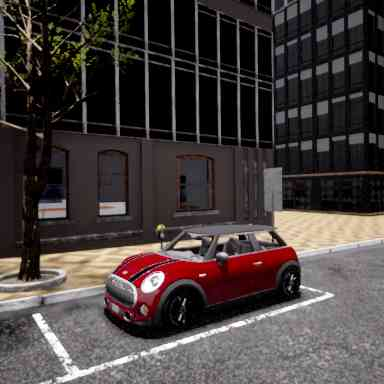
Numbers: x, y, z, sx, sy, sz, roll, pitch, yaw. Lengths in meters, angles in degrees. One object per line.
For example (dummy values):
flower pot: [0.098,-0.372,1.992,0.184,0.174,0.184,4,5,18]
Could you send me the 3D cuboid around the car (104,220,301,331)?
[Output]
car: [0.320,1.444,6.802,4.097,1.590,1.967,0,-1,-35]
